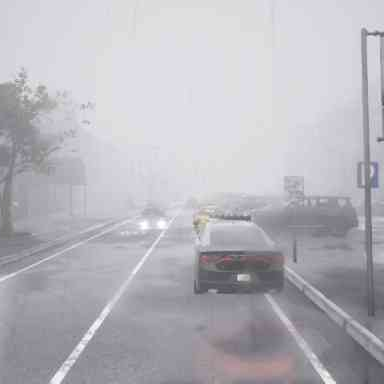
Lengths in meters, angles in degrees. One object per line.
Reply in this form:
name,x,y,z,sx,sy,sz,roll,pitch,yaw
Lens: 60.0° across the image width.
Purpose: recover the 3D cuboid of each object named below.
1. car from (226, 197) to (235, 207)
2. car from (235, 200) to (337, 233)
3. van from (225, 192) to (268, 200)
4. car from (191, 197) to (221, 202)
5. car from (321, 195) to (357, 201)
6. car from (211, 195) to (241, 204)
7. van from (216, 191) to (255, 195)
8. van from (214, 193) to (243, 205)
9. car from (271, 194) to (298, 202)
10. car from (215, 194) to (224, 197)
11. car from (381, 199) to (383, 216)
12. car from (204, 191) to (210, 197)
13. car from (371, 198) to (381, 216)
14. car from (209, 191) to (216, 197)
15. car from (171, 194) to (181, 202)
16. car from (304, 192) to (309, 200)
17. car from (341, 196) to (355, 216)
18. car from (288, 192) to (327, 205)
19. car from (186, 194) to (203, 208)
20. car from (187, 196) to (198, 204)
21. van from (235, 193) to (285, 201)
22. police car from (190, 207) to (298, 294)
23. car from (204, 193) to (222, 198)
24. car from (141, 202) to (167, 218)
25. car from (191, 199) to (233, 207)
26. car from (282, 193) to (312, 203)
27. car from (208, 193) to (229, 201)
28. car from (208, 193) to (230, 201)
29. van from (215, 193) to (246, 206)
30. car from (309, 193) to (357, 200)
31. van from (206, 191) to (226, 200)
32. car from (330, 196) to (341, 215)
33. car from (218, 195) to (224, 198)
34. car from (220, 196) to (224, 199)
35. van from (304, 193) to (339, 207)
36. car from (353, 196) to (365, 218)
car,5.768,1.461,28.719,5.008,1.535,2.097,0,0,0
car,5.584,1.466,20.309,5.366,1.575,1.946,0,0,0
van,5.659,1.231,31.526,4.442,1.987,1.878,0,0,0
car,1.022,1.424,25.015,1.801,1.575,5.366,0,0,0
car,18.888,1.452,40.581,4.792,1.488,2.163,0,0,0
car,5.781,1.291,56.761,4.892,1.521,2.231,0,1,0
van,5.899,1.164,45.548,4.442,1.987,1.878,0,0,0
van,5.903,1.089,53.955,4.442,1.987,1.878,0,1,0
car,18.879,1.189,68.338,4.892,1.521,2.231,0,1,0
car,5.787,1.409,42.742,4.892,1.521,2.231,0,0,0
car,18.824,1.212,26.696,5.566,2.045,2.435,0,0,0
car,5.763,0.964,65.168,5.566,2.045,2.435,0,1,0
car,18.848,1.462,29.471,4.892,1.521,2.231,0,0,0
car,5.755,1.114,48.348,5.566,2.045,2.435,0,1,0
car,-3.128,1.225,65.627,2.128,1.511,4.902,0,1,0
car,18.891,1.134,46.130,5.566,2.045,2.435,0,1,0
car,19.041,1.445,35.026,5.366,1.575,1.946,0,0,0
car,18.895,1.060,54.457,5.566,2.045,2.435,0,1,0
car,0.097,1.429,45.245,2.033,1.411,5.357,0,0,0
car,0.109,1.355,58.663,1.994,1.385,4.181,0,0,0
van,5.889,1.238,25.915,4.442,1.987,1.878,0,0,0
police car,0.992,1.422,8.915,1.930,1.638,5.238,0,0,0
car,5.835,0.995,93.202,4.792,1.488,2.163,0,1,0
car,-3.295,1.555,29.599,1.895,1.301,4.718,0,0,0
car,1.010,1.438,19.008,1.801,1.575,5.366,0,0,0
car,18.900,1.136,60.011,4.553,1.767,2.185,0,1,0
car,5.765,1.015,73.579,4.553,1.767,2.185,0,1,0
car,5.763,1.040,70.775,4.553,1.767,2.185,0,1,0
van,5.901,1.114,51.152,4.442,1.987,1.878,0,1,0
car,18.832,1.154,43.354,5.566,2.045,2.435,0,0,0
van,5.682,0.865,79.184,4.442,1.987,1.878,0,1,0
car,18.828,1.469,37.798,4.792,1.488,2.163,0,0,0
car,5.777,1.466,39.939,4.674,1.452,2.002,0,0,0
car,5.807,1.470,37.131,4.792,1.488,2.163,0,0,0
van,18.980,1.135,48.907,4.442,1.987,1.878,0,1,0
car,18.850,1.455,32.248,5.008,1.535,2.097,0,0,0
